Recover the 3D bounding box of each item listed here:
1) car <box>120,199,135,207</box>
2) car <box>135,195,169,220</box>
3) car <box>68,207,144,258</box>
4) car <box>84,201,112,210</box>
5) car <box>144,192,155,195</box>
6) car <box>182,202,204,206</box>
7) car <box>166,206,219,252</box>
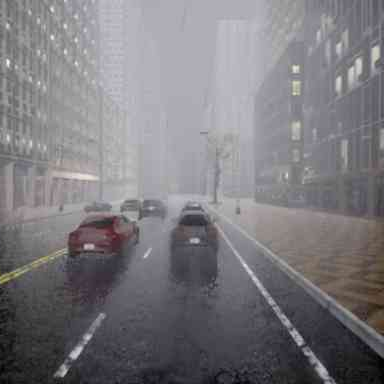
[{"bbox_3d":[-6.595,1.508,36.322,1.837,1.490,4.892,0,0,0],"label":"car"},{"bbox_3d":[-3.159,1.350,28.115,2.097,1.767,4.553,0,0,0],"label":"car"},{"bbox_3d":[-3.157,1.523,12.541,1.812,1.442,4.674,0,0,0],"label":"car"},{"bbox_3d":[-9.848,1.603,35.105,1.895,1.301,4.718,0,0,0],"label":"car"},{"bbox_3d":[-9.756,1.051,77.504,2.150,2.045,5.566,0,0,0],"label":"car"},{"bbox_3d":[0.092,1.562,28.946,1.994,1.385,4.181,0,0,0],"label":"car"},{"bbox_3d":[0.094,1.523,13.788,1.812,1.442,4.674,0,0,0],"label":"car"}]
